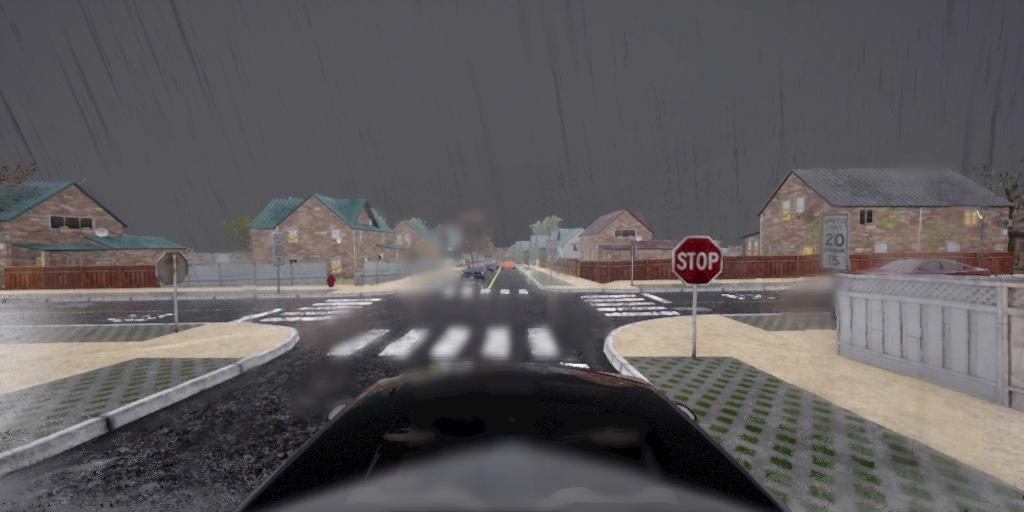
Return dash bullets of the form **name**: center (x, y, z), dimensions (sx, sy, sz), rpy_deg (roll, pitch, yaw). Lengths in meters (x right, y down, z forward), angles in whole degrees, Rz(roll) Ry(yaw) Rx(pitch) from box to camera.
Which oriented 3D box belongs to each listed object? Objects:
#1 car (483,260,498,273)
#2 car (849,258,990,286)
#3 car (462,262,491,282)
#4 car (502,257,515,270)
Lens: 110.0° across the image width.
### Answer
- **car**: center (-3.242, 1.384, 46.560), dimensions (2.033, 1.411, 5.357), rpy_deg (0, 0, -1)
- **car**: center (17.797, 0.888, 15.824), dimensions (5.008, 1.535, 1.882), rpy_deg (-1, 2, 0)
- **car**: center (-3.005, 1.376, 29.563), dimensions (1.895, 1.301, 4.718), rpy_deg (0, 0, -1)
- **car**: center (-0.561, 1.255, 57.720), dimensions (2.097, 1.767, 4.553), rpy_deg (0, 0, -1)
